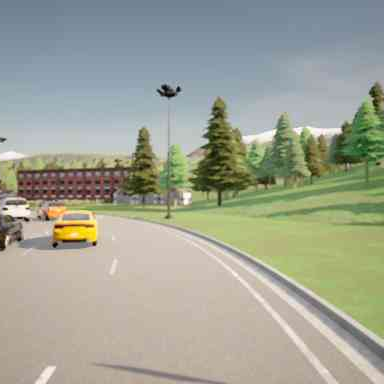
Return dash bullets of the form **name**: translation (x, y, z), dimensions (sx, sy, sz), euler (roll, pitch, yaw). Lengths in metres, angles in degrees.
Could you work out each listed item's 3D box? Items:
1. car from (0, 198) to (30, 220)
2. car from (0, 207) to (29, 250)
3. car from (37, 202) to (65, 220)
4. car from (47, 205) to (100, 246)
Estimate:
- **car**: translation (-15.752, 1.540, 29.138), dimensions (2.150, 2.045, 5.566), euler (0, 0, -36)
- **car**: translation (-8.878, 1.669, 14.821), dimensions (1.837, 1.490, 4.892), euler (0, 0, -17)
- **car**: translation (-13.359, 1.692, 31.807), dimensions (2.097, 1.767, 4.553), euler (0, -1, -36)
- **car**: translation (-5.612, 1.652, 16.339), dimensions (1.882, 1.535, 5.008), euler (0, 0, -16)
